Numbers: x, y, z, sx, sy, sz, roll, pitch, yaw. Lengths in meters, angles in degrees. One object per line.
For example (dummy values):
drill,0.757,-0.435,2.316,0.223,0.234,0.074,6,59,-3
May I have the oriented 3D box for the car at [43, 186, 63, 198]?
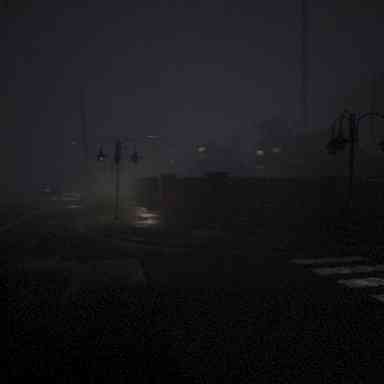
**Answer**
car,-18.152,-0.075,43.537,2.128,1.511,4.902,1,2,-15
